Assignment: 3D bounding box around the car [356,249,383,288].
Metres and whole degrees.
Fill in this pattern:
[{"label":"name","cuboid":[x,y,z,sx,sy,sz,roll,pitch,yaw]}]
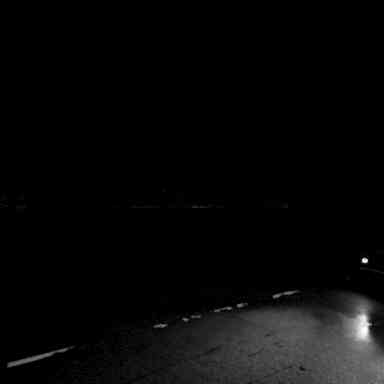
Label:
[{"label":"car","cuboid":[6.182,1.706,8.402,4.718,1.301,1.895,1,0,-35]}]
